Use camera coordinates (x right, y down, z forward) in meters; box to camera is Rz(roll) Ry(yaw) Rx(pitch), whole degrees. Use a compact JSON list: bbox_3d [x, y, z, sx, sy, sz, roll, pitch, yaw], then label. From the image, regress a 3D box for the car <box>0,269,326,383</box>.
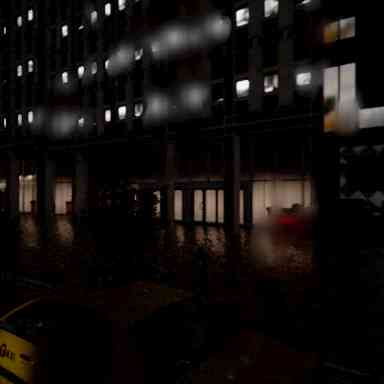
[{"bbox_3d":[-1.085,1.546,3.679,4.829,1.417,1.752,-1,0,36],"label":"car"}]
